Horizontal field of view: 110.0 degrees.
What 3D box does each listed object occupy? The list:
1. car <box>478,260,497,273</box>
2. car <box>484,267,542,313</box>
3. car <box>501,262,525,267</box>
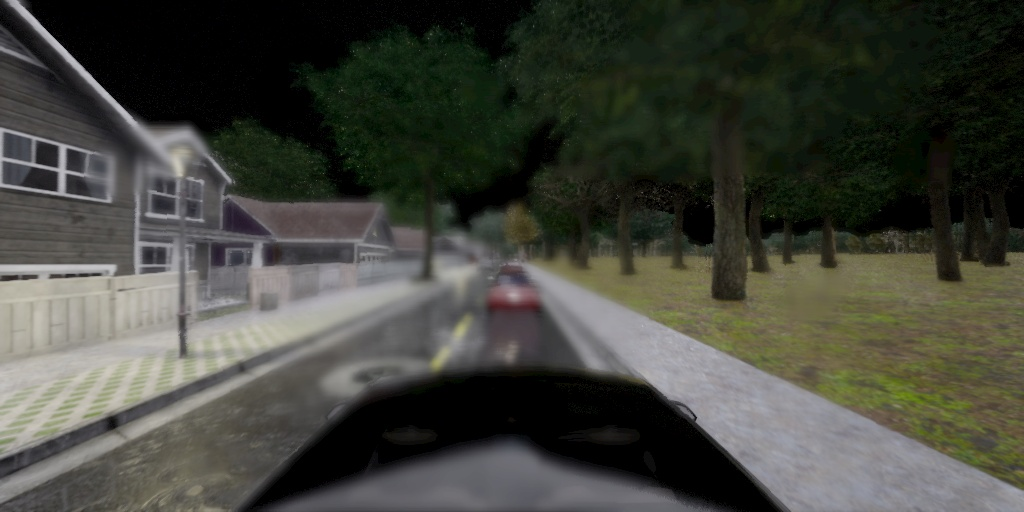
[{"bbox_3d":[-2.847,1.242,42.236,1.837,1.490,4.892,0,0,0],"label":"car"},{"bbox_3d":[0.085,1.308,13.976,1.994,1.385,4.181,0,0,0],"label":"car"},{"bbox_3d":[0.087,1.217,30.308,1.882,1.535,5.008,0,0,0],"label":"car"}]
